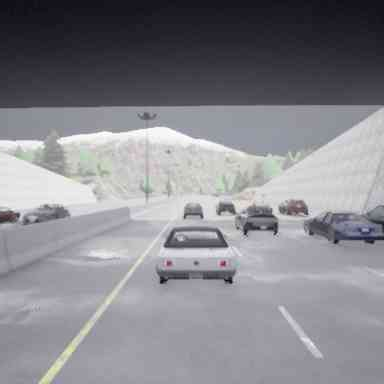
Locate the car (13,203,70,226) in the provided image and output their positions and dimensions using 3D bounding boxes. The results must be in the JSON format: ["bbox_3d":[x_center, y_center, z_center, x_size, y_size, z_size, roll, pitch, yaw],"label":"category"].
[{"bbox_3d":[-10.583,1.603,24.464,2.128,1.511,4.902,0,0,0],"label":"car"}]

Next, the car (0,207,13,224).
[{"bbox_3d":[-14.085,1.707,23.383,1.895,1.301,4.718,0,0,0],"label":"car"}]

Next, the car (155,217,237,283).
[{"bbox_3d":[0.101,1.646,9.750,1.895,1.301,4.718,0,0,0],"label":"car"}]

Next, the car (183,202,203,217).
[{"bbox_3d":[0.123,1.692,31.675,2.033,1.411,5.357,0,0,0],"label":"car"}]

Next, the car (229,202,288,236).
[{"bbox_3d":[3.609,1.579,19.131,2.128,1.511,4.902,0,0,0],"label":"car"}]

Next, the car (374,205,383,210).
[{"bbox_3d":[10.608,1.434,17.699,2.097,1.767,4.553,0,0,0],"label":"car"}]

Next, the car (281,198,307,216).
[{"bbox_3d":[10.627,1.513,35.227,2.097,1.767,4.553,0,0,0],"label":"car"}]

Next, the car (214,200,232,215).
[{"bbox_3d":[3.628,1.672,36.632,1.837,1.490,4.892,0,0,0],"label":"car"}]

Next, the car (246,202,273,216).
[{"bbox_3d":[7.128,1.764,35.641,1.895,1.301,4.718,0,0,0],"label":"car"}]

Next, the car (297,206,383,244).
[{"bbox_3d":[7.106,1.622,16.147,2.033,1.411,5.357,0,0,0],"label":"car"}]
